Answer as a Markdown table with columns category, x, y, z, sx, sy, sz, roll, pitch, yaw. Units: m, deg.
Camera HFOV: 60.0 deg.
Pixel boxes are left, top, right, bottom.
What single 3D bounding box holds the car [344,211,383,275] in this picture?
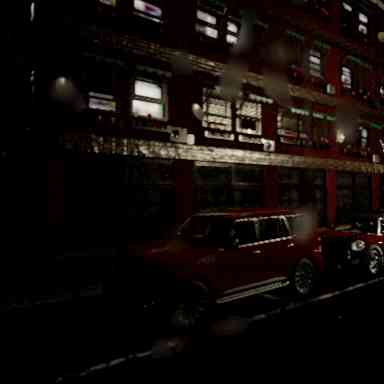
| category | x | y | z | sx | sy | sz | roll | pitch | yaw |
| --- | --- | --- | --- | --- | --- | --- | --- | --- | --- |
| car | 5.339 | 1.423 | 10.358 | 4.097 | 1.590 | 1.967 | 0 | 0 | -35 |

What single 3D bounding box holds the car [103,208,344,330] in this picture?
| category | x | y | z | sx | sy | sz | roll | pitch | yaw |
| --- | --- | --- | --- | --- | --- | --- | --- | --- | --- |
| car | 0.750 | 1.307 | 7.088 | 5.009 | 1.841 | 2.192 | 0 | 0 | -35 |
